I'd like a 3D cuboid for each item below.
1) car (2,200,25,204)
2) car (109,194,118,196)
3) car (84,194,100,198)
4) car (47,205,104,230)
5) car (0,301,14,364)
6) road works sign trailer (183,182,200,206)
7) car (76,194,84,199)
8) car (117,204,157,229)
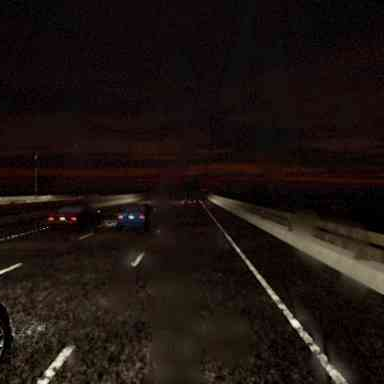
[{"bbox_3d":[-17.594,1.476,32.571,1.895,1.301,4.718,0,0,0],"label":"car"},{"bbox_3d":[-17.492,1.193,74.426,1.994,1.385,4.181,0,0,0],"label":"car"},{"bbox_3d":[-20.992,1.262,71.337,1.895,1.301,4.718,0,0,0],"label":"car"},{"bbox_3d":[-6.900,1.472,20.228,2.033,1.411,5.357,0,0,0],"label":"car"},{"bbox_3d":[-3.399,1.554,2.783,1.994,1.385,4.181,0,0,0],"label":"car"},{"bbox_3d":[0.005,0.268,48.666,2.380,3.560,2.880,0,0,0],"label":"road works sign trailer"},{"bbox_3d":[-24.492,1.165,74.427,1.812,1.442,4.674,0,0,0],"label":"car"},{"bbox_3d":[-3.398,1.468,21.172,2.033,1.411,5.357,0,0,0],"label":"car"}]
